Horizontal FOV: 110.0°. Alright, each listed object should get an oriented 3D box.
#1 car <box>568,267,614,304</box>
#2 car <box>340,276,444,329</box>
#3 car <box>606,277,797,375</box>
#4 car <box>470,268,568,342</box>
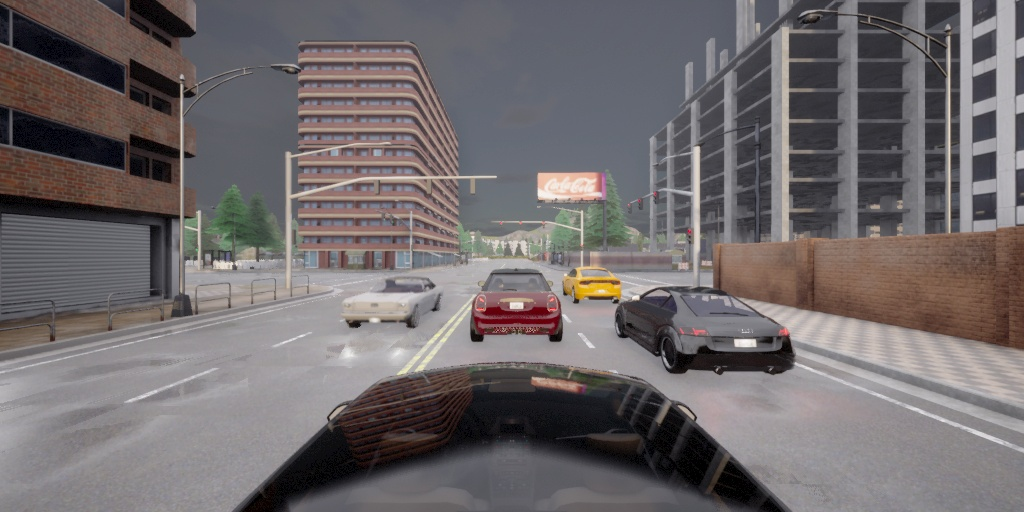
[{"bbox_3d":[3.499,1.228,16.471,1.882,1.535,5.008,0,0,0],"label":"car"},{"bbox_3d":[-3.539,1.351,11.474,1.895,1.301,4.718,0,0,0],"label":"car"},{"bbox_3d":[3.598,1.314,7.538,1.994,1.385,4.181,0,0,0],"label":"car"},{"bbox_3d":[0.100,1.102,9.943,2.097,1.767,4.553,0,0,0],"label":"car"}]
